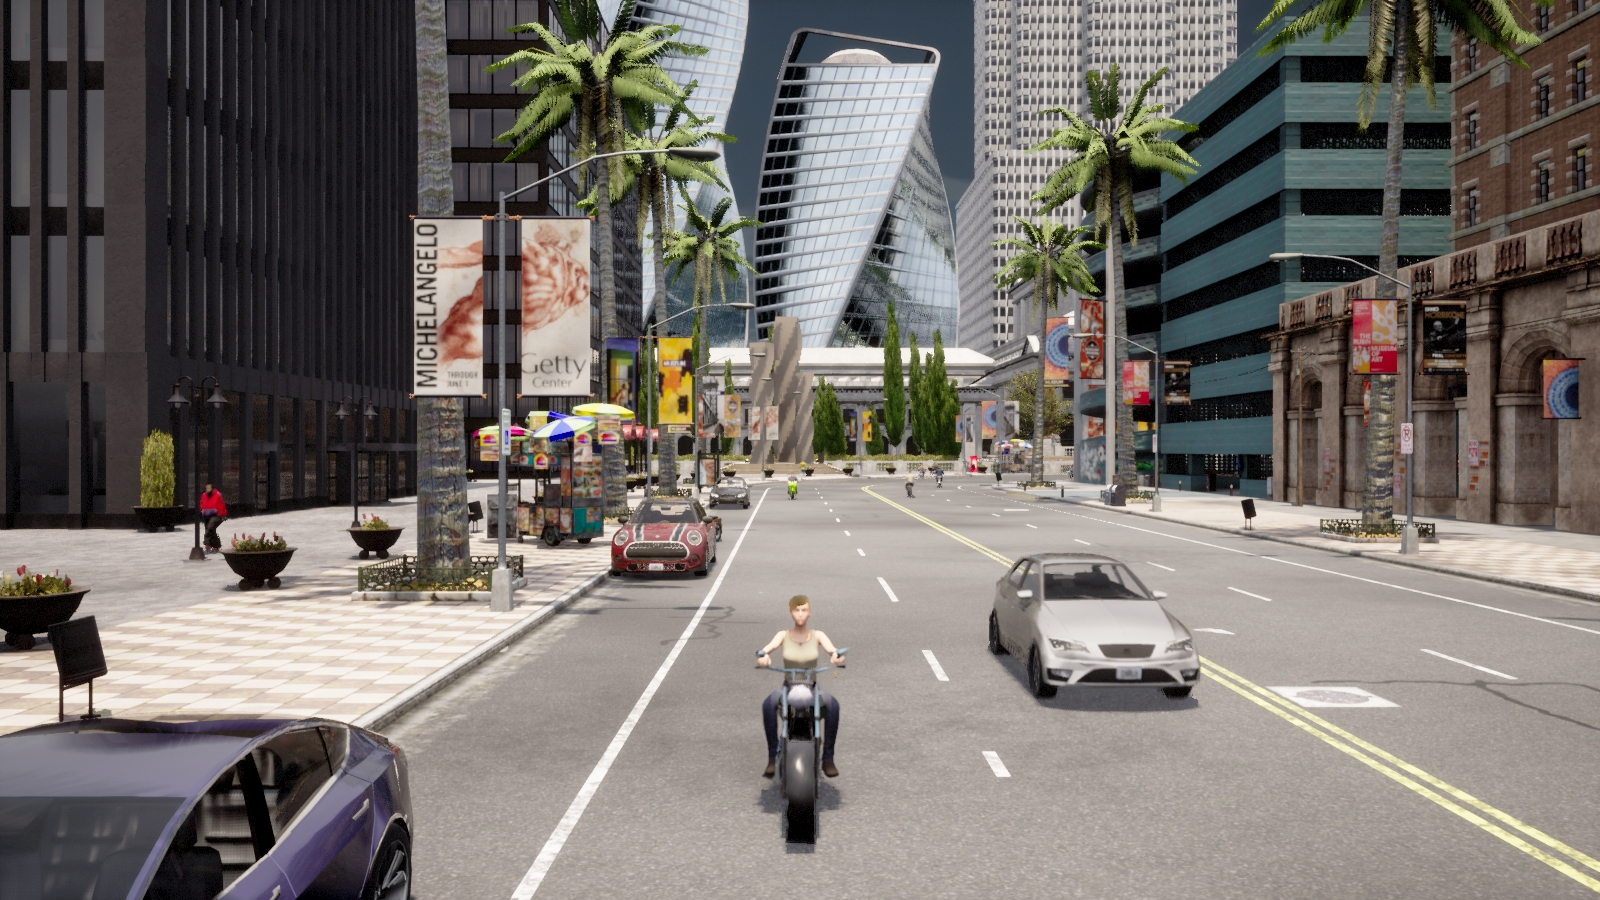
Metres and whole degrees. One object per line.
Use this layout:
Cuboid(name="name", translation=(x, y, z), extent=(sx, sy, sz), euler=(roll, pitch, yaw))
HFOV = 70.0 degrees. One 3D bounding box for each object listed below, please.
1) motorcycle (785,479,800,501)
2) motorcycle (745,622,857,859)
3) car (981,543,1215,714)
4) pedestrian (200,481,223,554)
Cuboid(name="motorcycle", translation=(-0.414, 2.238, 64.521), extent=(0.803, 1.145, 2.033), euler=(0, 0, -1))
Cuboid(name="motorcycle", translation=(0.007, 2.174, 9.029), extent=(0.764, 1.277, 2.356), euler=(0, 0, 0))
Cuboid(name="car", translation=(3.504, 2.072, 14.254), extent=(1.816, 1.474, 4.193), euler=(0, 0, 0))
Cuboid(name="pedestrian", translation=(-15.162, 1.723, 29.439), extent=(0.375, 1.860, 0.375), euler=(0, 0, 7))
